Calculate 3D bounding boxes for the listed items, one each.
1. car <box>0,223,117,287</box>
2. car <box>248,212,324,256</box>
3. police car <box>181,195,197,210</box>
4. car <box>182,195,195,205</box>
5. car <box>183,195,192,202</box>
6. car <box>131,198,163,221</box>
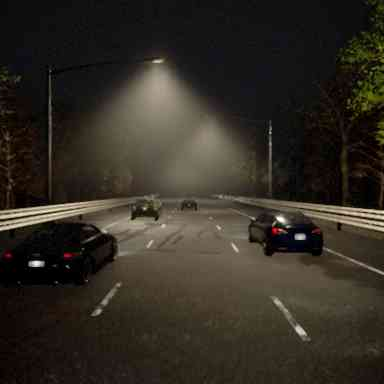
[{"bbox_3d":[-3.428,1.546,9.317,1.994,1.385,4.181,0,0,0],"label":"car"},{"bbox_3d":[3.461,1.478,12.997,2.163,1.488,4.792,0,0,0],"label":"car"},{"bbox_3d":[-0.373,1.339,41.585,1.930,1.638,5.238,0,0,-1],"label":"police car"},{"bbox_3d":[-0.565,1.369,57.050,2.128,1.511,4.902,0,0,-1],"label":"car"},{"bbox_3d":[-1.084,1.391,73.513,1.994,1.385,4.181,0,0,-2],"label":"car"},{"bbox_3d":[-3.562,1.297,27.009,2.097,1.767,4.553,0,0,-1],"label":"car"}]
